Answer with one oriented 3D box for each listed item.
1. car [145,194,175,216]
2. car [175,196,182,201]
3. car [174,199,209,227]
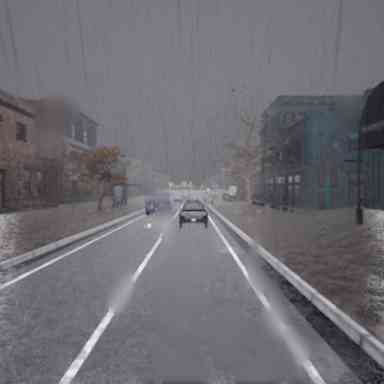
[{"bbox_3d":[-3.098,1.188,31.946,2.150,2.045,5.566,0,0,0],"label":"car"},{"bbox_3d":[-3.004,1.631,72.923,1.882,1.535,5.008,0,0,0],"label":"car"},{"bbox_3d":[0.099,1.469,22.495,2.128,1.511,4.902,0,0,0],"label":"car"}]
